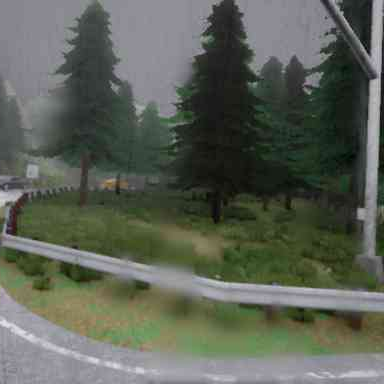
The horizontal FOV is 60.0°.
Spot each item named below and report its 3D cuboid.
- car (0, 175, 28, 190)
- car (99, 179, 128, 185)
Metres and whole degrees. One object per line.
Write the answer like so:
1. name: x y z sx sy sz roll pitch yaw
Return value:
1. car: -18.187 -0.878 32.868 1.837 1.490 4.892 3 2 5
2. car: -10.396 -0.996 45.148 1.882 1.535 5.008 2 2 27
